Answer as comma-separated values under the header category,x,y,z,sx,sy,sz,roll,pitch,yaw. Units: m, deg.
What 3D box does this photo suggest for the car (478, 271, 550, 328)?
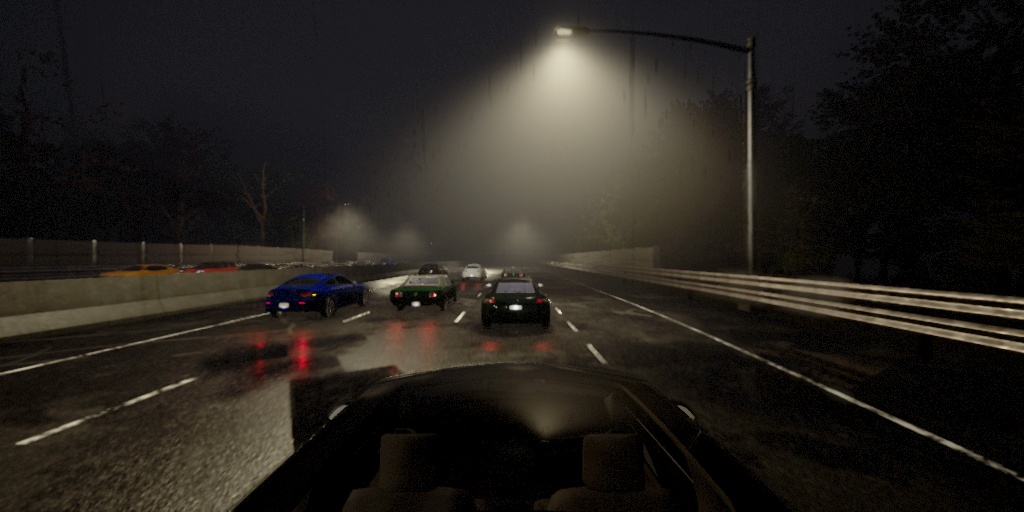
category,x,y,z,sx,sy,sz,roll,pitch,yaw
car,0.102,1.369,11.635,1.994,1.385,4.181,0,0,0

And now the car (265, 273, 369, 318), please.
category,x,y,z,sx,sy,sz,roll,pitch,yaw
car,-6.898,1.339,13.148,1.812,1.442,4.674,0,0,0

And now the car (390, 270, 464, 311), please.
category,x,y,z,sx,sy,sz,roll,pitch,yaw
car,-3.396,1.424,14.910,1.895,1.301,4.718,0,0,0

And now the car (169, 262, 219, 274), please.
category,x,y,z,sx,sy,sz,roll,pitch,yaw
car,-24.590,1.263,29.277,2.097,1.767,4.553,0,0,0

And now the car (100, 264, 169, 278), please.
category,x,y,z,sx,sy,sz,roll,pitch,yaw
car,-28.090,1.376,27.283,1.882,1.535,5.008,0,0,0

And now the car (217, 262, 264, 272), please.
category,x,y,z,sx,sy,sz,roll,pitch,yaw
car,-21.090,1.416,29.403,1.837,1.490,4.892,0,0,0

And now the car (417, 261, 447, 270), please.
category,x,y,z,sx,sy,sz,roll,pitch,yaw
car,-6.896,1.429,31.485,1.837,1.490,4.892,0,0,0

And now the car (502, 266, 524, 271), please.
category,x,y,z,sx,sy,sz,roll,pitch,yaw
car,0.106,1.515,29.967,1.895,1.301,4.718,0,0,0

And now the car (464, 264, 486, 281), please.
category,x,y,z,sx,sy,sz,roll,pitch,yaw
car,-3.410,1.456,32.529,1.812,1.442,4.674,0,0,0

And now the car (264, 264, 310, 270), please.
category,x,y,z,sx,sy,sz,roll,pitch,yaw
car,-17.591,1.474,29.220,1.994,1.385,4.181,0,0,0
